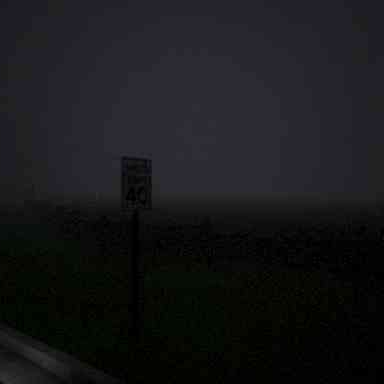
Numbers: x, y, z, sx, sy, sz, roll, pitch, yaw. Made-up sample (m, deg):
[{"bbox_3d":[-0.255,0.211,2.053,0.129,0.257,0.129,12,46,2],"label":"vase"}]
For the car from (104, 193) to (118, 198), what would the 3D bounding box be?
[{"bbox_3d":[-21.227,0.912,87.021,1.895,1.301,4.718,0,0,10],"label":"car"}]

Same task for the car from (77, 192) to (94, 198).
[{"bbox_3d":[-28.126,0.793,88.204,2.128,1.511,4.902,0,0,10],"label":"car"}]

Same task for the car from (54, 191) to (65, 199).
[{"bbox_3d":[-29.925,0.675,77.970,2.150,2.045,5.566,0,0,10],"label":"car"}]

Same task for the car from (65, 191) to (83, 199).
[{"bbox_3d":[-26.478,0.700,77.364,2.150,2.045,5.566,0,0,10],"label":"car"}]

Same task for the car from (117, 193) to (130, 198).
[{"bbox_3d":[-17.780,0.936,86.415,1.895,1.301,4.718,0,0,10],"label":"car"}]

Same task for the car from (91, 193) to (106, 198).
[{"bbox_3d":[-24.674,0.887,87.627,1.895,1.301,4.718,0,0,10],"label":"car"}]

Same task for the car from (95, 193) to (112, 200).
[{"bbox_3d":[-19.590,1.002,76.123,1.882,1.535,5.008,0,0,10],"label":"car"}]

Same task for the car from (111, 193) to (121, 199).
[{"bbox_3d":[-16.067,1.153,75.958,1.895,1.301,4.718,0,0,10],"label":"car"}]

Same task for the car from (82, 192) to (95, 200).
[{"bbox_3d":[-22.961,1.104,77.170,1.895,1.301,4.718,0,0,10],"label":"car"}]
